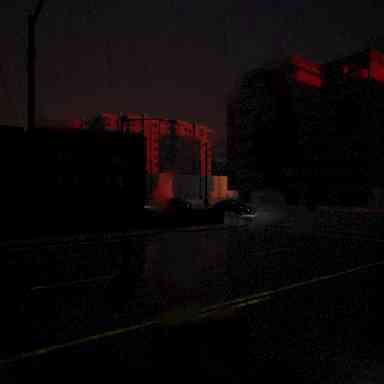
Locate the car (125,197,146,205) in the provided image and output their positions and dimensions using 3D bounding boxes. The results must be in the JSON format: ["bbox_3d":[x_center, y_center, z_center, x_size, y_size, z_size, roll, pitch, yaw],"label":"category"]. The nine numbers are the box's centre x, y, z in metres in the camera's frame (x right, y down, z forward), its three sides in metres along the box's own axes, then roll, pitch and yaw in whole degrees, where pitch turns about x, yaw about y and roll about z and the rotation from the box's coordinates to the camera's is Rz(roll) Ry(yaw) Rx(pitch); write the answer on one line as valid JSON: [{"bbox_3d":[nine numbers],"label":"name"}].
[{"bbox_3d":[-10.204,1.604,59.831,1.895,1.301,4.718,0,0,-38],"label":"car"}]

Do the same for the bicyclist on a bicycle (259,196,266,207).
[{"bbox_3d":[9.717,1.307,45.826,1.656,1.620,0.582,0,0,-37],"label":"bicyclist on a bicycle"}]

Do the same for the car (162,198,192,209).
[{"bbox_3d":[-1.969,1.494,43.017,2.128,1.511,4.902,0,0,-37],"label":"car"}]

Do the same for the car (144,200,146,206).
[{"bbox_3d":[-8.936,1.566,52.123,1.994,1.385,4.181,0,0,-37],"label":"car"}]

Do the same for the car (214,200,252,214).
[{"bbox_3d":[4.207,1.528,34.961,1.812,1.442,4.674,0,0,-37],"label":"car"}]
